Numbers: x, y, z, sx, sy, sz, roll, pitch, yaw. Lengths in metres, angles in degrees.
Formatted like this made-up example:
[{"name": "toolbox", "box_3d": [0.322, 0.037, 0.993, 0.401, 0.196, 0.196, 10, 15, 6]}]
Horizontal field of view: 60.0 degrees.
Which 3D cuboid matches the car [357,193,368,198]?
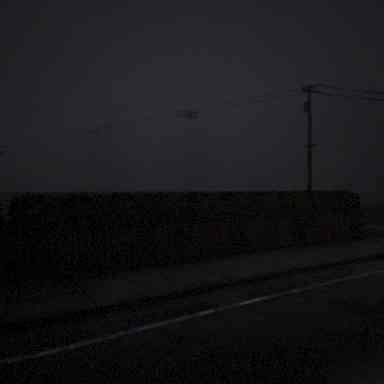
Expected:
[{"name": "car", "box_3d": [28.481, 1.013, 56.609, 2.242, 1.667, 4.611, 0, 1, 37]}]
